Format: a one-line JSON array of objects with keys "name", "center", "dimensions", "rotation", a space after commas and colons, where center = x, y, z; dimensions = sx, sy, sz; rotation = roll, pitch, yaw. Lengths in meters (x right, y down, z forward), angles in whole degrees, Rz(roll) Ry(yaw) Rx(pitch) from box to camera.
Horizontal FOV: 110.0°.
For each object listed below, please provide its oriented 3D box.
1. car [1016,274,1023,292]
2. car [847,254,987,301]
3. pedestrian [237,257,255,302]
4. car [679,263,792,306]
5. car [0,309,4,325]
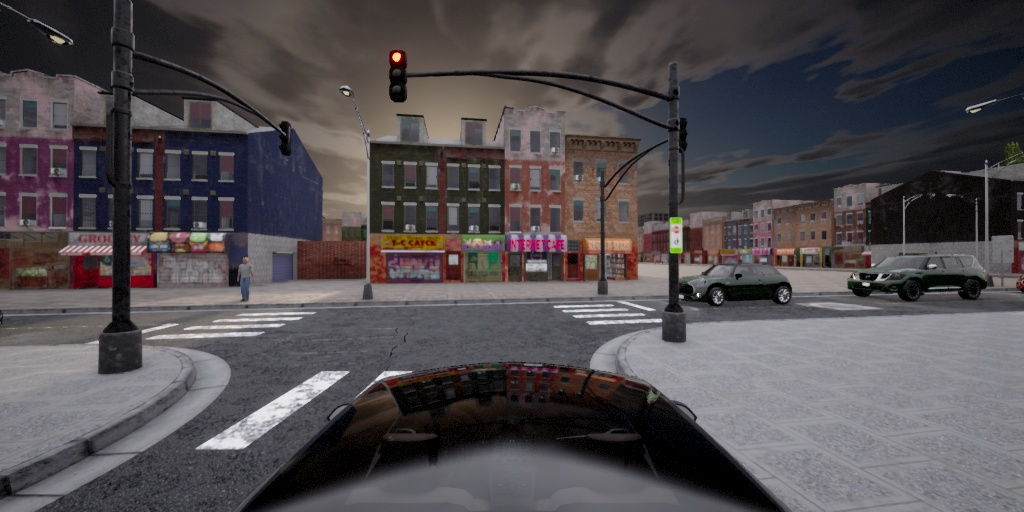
[{"name": "car", "center": [28.625, 1.033, 18.187], "dimensions": [4.553, 1.767, 2.097], "rotation": [0, 0, -8]}, {"name": "car", "center": [18.777, 0.927, 16.687], "dimensions": [5.566, 2.045, 2.150], "rotation": [0, 0, -9]}, {"name": "pedestrian", "center": [-11.107, 0.944, 14.948], "dimensions": [0.375, 1.860, 0.375], "rotation": [0, 0, -9]}, {"name": "car", "center": [9.176, 1.082, 15.151], "dimensions": [4.553, 1.767, 2.097], "rotation": [0, 0, -10]}, {"name": "car", "center": [-15.411, 1.277, 8.354], "dimensions": [4.902, 1.511, 2.128], "rotation": [0, 0, -8]}]
